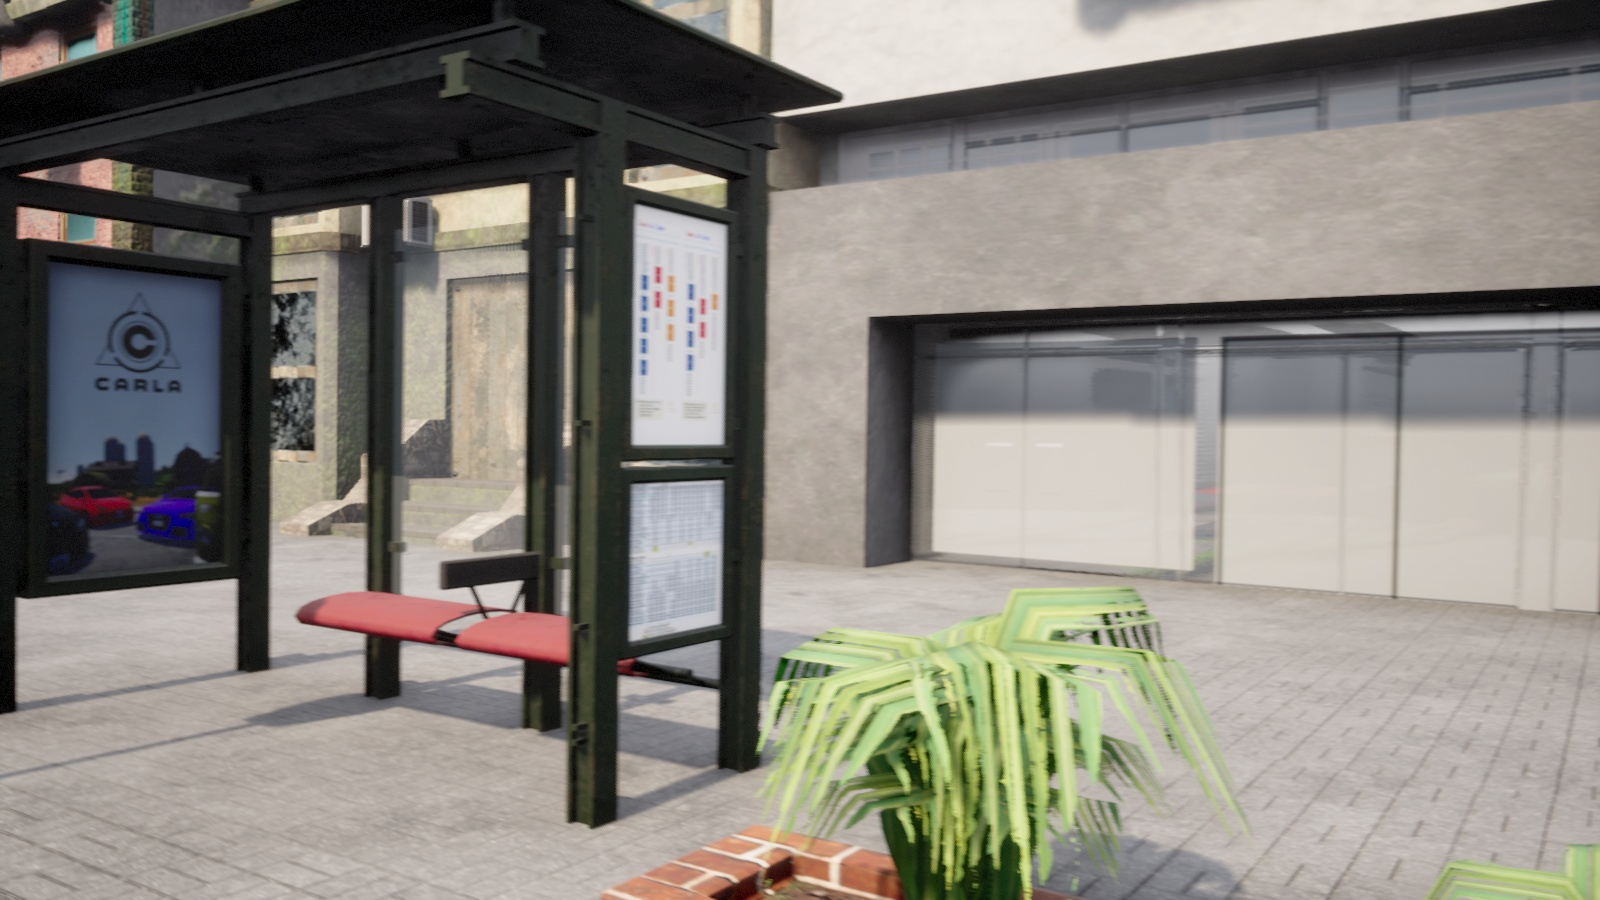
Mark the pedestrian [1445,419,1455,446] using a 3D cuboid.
[{"bbox_3d":[44.048,-1.193,85.088,0.594,1.836,0.345,0,1,33],"label":"pedestrian"}]
